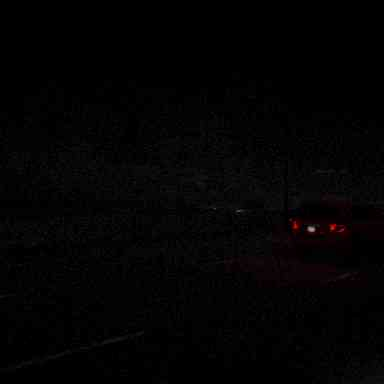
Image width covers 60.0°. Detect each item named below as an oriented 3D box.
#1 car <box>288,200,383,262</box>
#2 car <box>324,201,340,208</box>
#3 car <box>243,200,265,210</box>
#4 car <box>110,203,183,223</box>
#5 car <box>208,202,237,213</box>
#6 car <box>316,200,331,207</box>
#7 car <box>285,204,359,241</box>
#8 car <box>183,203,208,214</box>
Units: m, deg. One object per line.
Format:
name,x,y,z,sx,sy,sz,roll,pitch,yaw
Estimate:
car,6.181,1.395,13.223,5.566,2.045,2.150,0,0,-40
car,27.374,2.419,64.793,1.895,1.301,4.718,0,-1,36
car,9.856,2.090,52.672,2.128,1.511,4.902,0,-1,38
car,-3.404,1.702,23.668,5.008,1.535,1.882,1,-1,-40
car,3.435,1.906,39.737,1.882,1.535,5.008,0,-1,43
car,28.745,2.465,72.707,1.994,1.385,4.181,0,-1,36
car,7.501,1.590,19.023,4.553,1.767,2.097,1,-1,-42
car,-1.187,1.782,30.272,5.008,1.535,1.882,1,-1,-43
